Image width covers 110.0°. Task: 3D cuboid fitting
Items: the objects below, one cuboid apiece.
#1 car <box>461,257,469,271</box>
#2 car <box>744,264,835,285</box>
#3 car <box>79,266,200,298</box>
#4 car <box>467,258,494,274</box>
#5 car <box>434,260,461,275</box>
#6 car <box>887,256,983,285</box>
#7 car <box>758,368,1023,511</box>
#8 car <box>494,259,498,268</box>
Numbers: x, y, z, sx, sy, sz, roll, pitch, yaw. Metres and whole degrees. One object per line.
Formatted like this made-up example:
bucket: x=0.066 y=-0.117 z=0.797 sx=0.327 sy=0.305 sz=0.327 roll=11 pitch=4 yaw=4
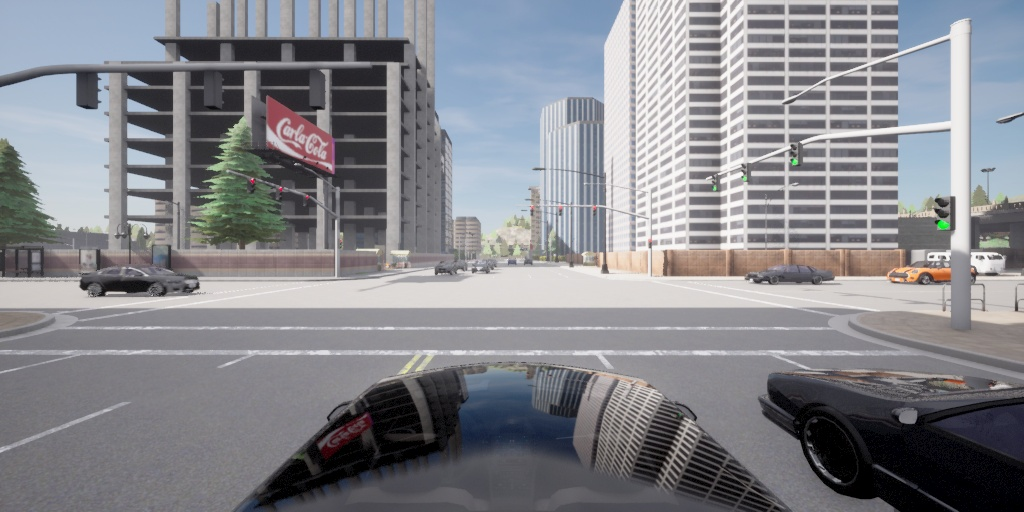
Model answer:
car: x=-7.075 y=1.255 z=48.163 sx=1.837 sy=1.490 sz=4.892 roll=0 pitch=0 yaw=0
car: x=19.648 y=1.297 z=25.457 sx=5.357 sy=1.411 sz=2.033 roll=0 pitch=0 yaw=0
car: x=-18.668 y=1.241 z=18.129 sx=4.902 sy=1.511 sz=2.128 roll=0 pitch=0 yaw=-1
car: x=-3.580 y=1.241 z=41.749 sx=2.128 sy=1.511 sz=4.902 roll=0 pitch=0 yaw=0
car: x=-7.081 y=1.255 z=38.750 sx=1.837 sy=1.490 sz=4.892 roll=0 pitch=0 yaw=0
car: x=29.657 y=1.102 z=25.477 sx=4.553 sy=1.767 sz=2.097 roll=0 pitch=0 yaw=1
car: x=3.597 y=1.297 z=1.411 sx=2.033 sy=1.411 sz=5.357 roll=0 pitch=0 yaw=0
car: x=-3.573 y=1.241 z=51.816 sx=2.128 sy=1.511 sz=4.902 roll=0 pitch=0 yaw=0
